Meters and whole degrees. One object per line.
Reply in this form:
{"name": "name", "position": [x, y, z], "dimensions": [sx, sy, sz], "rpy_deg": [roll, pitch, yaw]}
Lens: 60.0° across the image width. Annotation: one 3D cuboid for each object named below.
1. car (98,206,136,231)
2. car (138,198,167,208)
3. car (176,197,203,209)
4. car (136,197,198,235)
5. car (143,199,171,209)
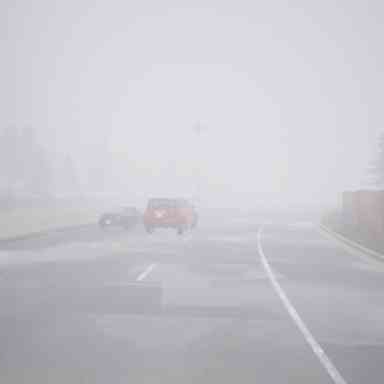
{"name": "car", "position": [-4.339, 1.601, 21.462], "dimensions": [1.812, 1.442, 4.674], "rpy_deg": [0, 0, 13]}
{"name": "car", "position": [-6.372, 1.728, 54.572], "dimensions": [2.128, 1.511, 4.902], "rpy_deg": [0, 0, 30]}
{"name": "car", "position": [-0.370, 1.632, 50.986], "dimensions": [2.097, 1.767, 4.553], "rpy_deg": [0, 0, 31]}
{"name": "car", "position": [-1.144, 1.321, 19.931], "dimensions": [2.150, 2.045, 5.566], "rpy_deg": [0, 0, 12]}
{"name": "car", "position": [-5.203, 1.747, 49.424], "dimensions": [1.812, 1.442, 4.674], "rpy_deg": [0, 0, 28]}
